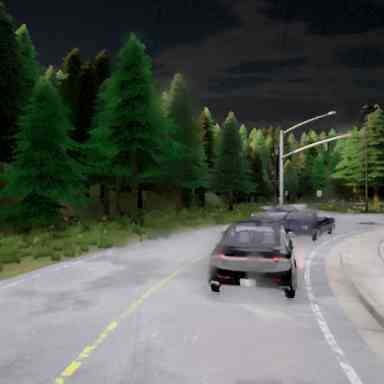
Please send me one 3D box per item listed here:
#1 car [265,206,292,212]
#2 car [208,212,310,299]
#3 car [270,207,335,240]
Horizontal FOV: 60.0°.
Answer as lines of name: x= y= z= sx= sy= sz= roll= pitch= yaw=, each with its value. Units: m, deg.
car: x=6.080 y=1.657 z=23.190 sx=4.718 sy=1.301 sz=1.895 roll=0 pitch=0 yaw=-44
car: x=1.695 y=1.513 z=8.667 sx=2.128 sy=1.511 sz=4.902 roll=0 pitch=0 yaw=15
car: x=5.975 y=1.643 z=17.277 sx=1.895 sy=1.301 sz=4.718 roll=0 pitch=0 yaw=36
